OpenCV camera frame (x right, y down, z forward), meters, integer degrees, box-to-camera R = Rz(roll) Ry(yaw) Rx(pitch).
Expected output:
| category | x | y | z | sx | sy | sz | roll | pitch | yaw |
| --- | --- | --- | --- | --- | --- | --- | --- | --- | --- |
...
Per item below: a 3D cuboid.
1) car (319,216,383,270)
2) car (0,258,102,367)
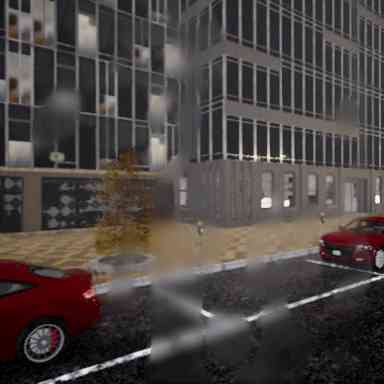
| category | x | y | z | sx | sy | sz | roll | pitch | yaw |
| --- | --- | --- | --- | --- | --- | --- | --- | --- | --- |
| car | 5.976 | 1.484 | 10.836 | 4.507 | 1.381 | 1.887 | 0 | 0 | -36 |
| car | -3.285 | 1.584 | 4.214 | 4.206 | 1.307 | 1.802 | 0 | 0 | -36 |
